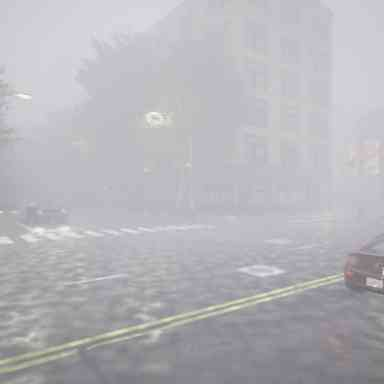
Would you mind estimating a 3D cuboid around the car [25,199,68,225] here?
[{"bbox_3d":[-10.588,1.360,24.108,2.097,1.767,4.553,0,0,-36],"label":"car"}]

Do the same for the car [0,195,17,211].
[{"bbox_3d":[-23.445,1.488,42.087,1.882,1.535,5.008,0,0,-36],"label":"car"}]

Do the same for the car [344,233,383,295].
[{"bbox_3d":[5.290,1.541,7.499,4.674,1.442,1.812,1,0,-35],"label":"car"}]
